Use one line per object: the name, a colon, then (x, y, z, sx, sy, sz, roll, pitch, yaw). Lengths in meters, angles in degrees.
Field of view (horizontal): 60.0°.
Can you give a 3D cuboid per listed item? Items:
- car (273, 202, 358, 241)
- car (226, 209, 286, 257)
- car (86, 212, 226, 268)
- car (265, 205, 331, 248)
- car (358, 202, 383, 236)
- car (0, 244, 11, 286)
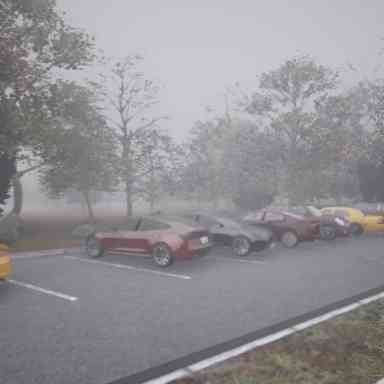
car: (5.569, 1.382, 16.750, 4.553, 1.767, 2.185, -1, -1, 33)
car: (0.893, 1.536, 13.150, 4.792, 1.488, 2.163, -1, -1, 34)
car: (-1.549, 1.537, 11.416, 4.792, 1.488, 2.163, -1, -1, 34)
car: (3.238, 1.507, 14.932, 5.008, 1.535, 2.097, -1, -1, 33)
car: (7.784, 1.506, 18.628, 5.366, 1.575, 1.946, -1, -1, 33)
car: (-6.309, 1.508, 7.911, 5.008, 1.535, 2.097, -1, -1, 35)
